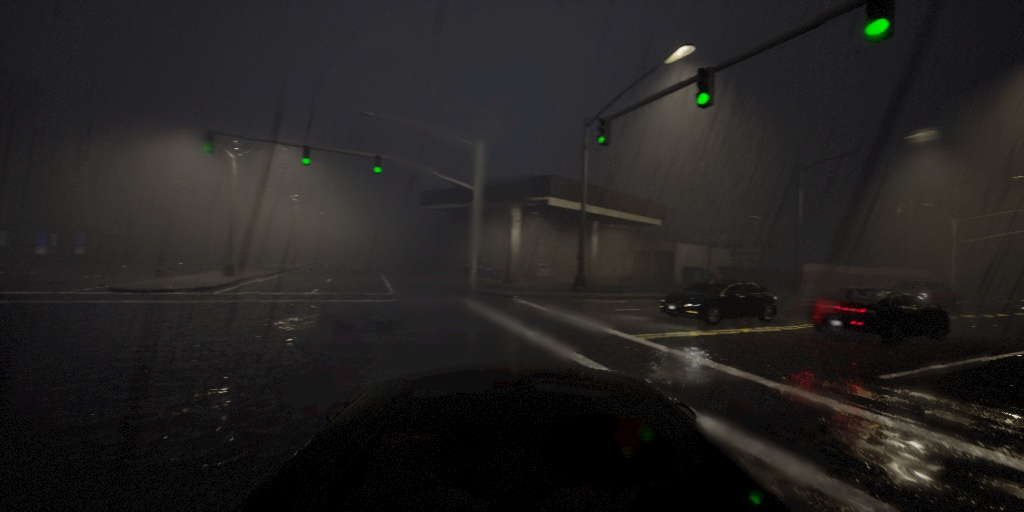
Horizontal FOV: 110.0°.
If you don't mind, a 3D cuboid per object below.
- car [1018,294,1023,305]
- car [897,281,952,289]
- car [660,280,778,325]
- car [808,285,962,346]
[{"bbox_3d":[41.486,3.236,27.721,4.181,1.385,1.994,3,0,-23],"label":"car"},{"bbox_3d":[22.312,2.151,19.687,4.553,1.767,2.097,3,0,-23],"label":"car"},{"bbox_3d":[7.845,1.649,13.527,4.892,1.490,1.837,2,0,-23],"label":"car"},{"bbox_3d":[11.476,1.796,11.169,4.902,1.511,2.128,3,0,-23],"label":"car"}]
